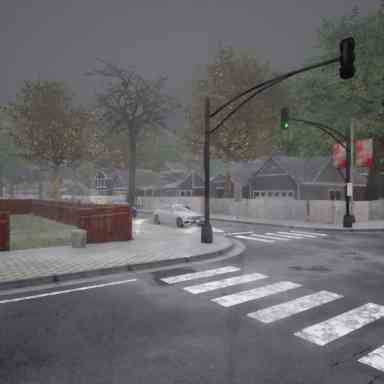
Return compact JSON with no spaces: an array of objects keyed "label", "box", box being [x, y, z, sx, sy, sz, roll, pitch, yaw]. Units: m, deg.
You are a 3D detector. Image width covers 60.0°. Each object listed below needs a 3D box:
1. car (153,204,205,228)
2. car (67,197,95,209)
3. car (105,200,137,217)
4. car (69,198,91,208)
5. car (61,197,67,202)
[{"label":"car","box":[-0.990,1.547,22.655,1.812,1.442,4.674,0,0,-36]},{"label":"car","box":[-12.816,1.530,39.205,1.882,1.535,5.008,0,0,-35]},{"label":"car","box":[-6.828,1.513,30.824,1.882,1.535,5.008,0,0,-36]},{"label":"car","box":[-16.699,1.654,49.611,1.994,1.385,4.181,0,0,-35]},{"label":"car","box":[-22.359,1.600,57.419,2.128,1.511,4.902,0,0,-36]}]
